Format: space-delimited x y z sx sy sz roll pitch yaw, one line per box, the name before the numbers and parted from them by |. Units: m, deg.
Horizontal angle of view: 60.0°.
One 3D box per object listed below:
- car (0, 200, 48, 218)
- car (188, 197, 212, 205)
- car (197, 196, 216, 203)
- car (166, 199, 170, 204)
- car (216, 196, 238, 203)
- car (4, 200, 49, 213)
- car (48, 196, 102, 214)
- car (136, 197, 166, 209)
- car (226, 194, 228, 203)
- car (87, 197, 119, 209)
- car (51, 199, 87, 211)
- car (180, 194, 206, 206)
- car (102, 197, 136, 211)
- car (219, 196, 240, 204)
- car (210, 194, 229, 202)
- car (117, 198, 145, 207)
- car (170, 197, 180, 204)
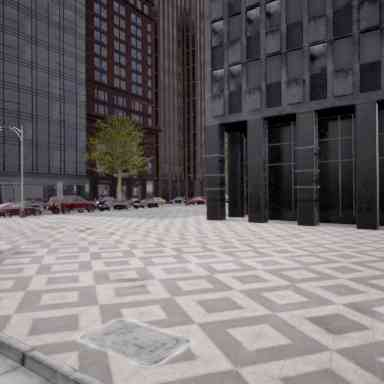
car | -15.367 1.577 29.287 1.802 1.307 4.206 -1 0 35
car | 1.454 1.541 58.284 1.895 1.301 4.718 -1 0 34
car | 3.177 1.536 71.293 1.887 1.381 4.507 -1 0 35
car | -6.508 1.546 57.212 1.752 1.417 4.829 -1 0 35
car | 7.116 1.471 66.515 2.033 1.411 5.357 -1 0 35
car | -19.193 1.643 38.767 1.947 1.339 4.313 -1 0 35
car | -12.174 1.291 33.935 2.192 1.841 5.009 -1 0 35
car | -5.781 1.510 43.224 1.947 1.339 4.313 -1 0 35
car | 3.803 1.223 57.164 2.192 1.841 5.009 -1 0 35
car | -12.804 1.486 48.060 1.967 1.590 4.097 -1 0 35
car | -15.998 1.643 43.413 1.802 1.307 4.206 -1 0 35
car | 0.609 1.463 52.517 1.887 1.381 4.507 -1 0 35
car | -8.976 1.526 38.579 1.947 1.339 4.313 -1 0 35
car | 7.000 1.465 61.808 1.947 1.339 4.313 -1 0 35
car | 6.370 1.298 75.940 2.192 1.841 5.009 -1 0 35
car | -9.606 1.614 52.706 1.802 1.307 4.206 -1 0 35
car | -3.215 1.576 62.000 1.947 1.339 4.313 -1 0 35
